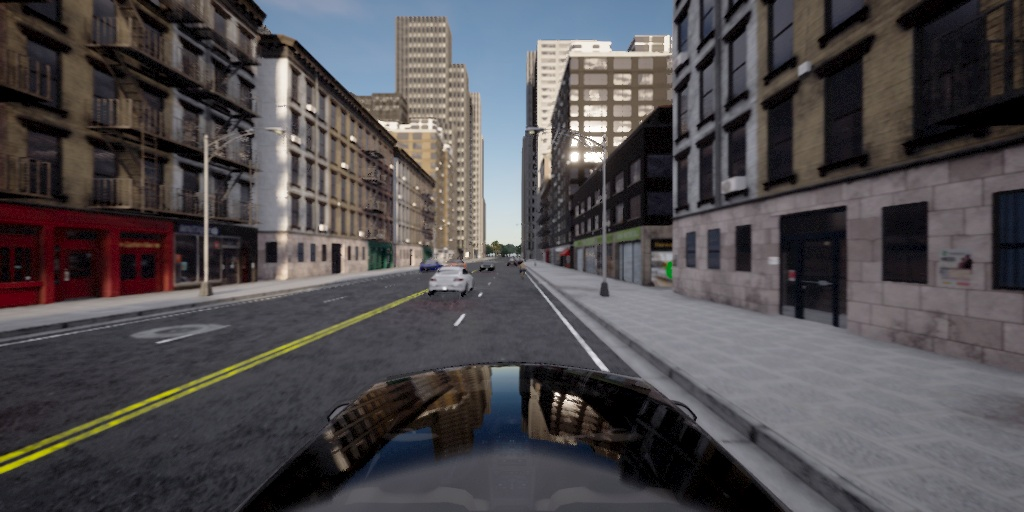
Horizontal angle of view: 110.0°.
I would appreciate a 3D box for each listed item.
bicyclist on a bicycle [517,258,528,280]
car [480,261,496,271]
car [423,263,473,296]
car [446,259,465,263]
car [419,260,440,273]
[{"bbox_3d":[0.891,1.182,29.631,0.866,1.612,1.509,0,0,0],"label":"bicyclist on a bicycle"},{"bbox_3d":[-3.152,1.346,47.552,1.895,1.301,4.718,0,0,0],"label":"car"},{"bbox_3d":[-3.151,1.272,19.067,1.812,1.442,4.674,0,0,0],"label":"car"},{"bbox_3d":[-6.586,1.096,42.179,2.097,1.767,4.553,0,0,0],"label":"car"},{"bbox_3d":[-9.836,1.222,43.492,1.882,1.535,5.008,0,0,0],"label":"car"}]
